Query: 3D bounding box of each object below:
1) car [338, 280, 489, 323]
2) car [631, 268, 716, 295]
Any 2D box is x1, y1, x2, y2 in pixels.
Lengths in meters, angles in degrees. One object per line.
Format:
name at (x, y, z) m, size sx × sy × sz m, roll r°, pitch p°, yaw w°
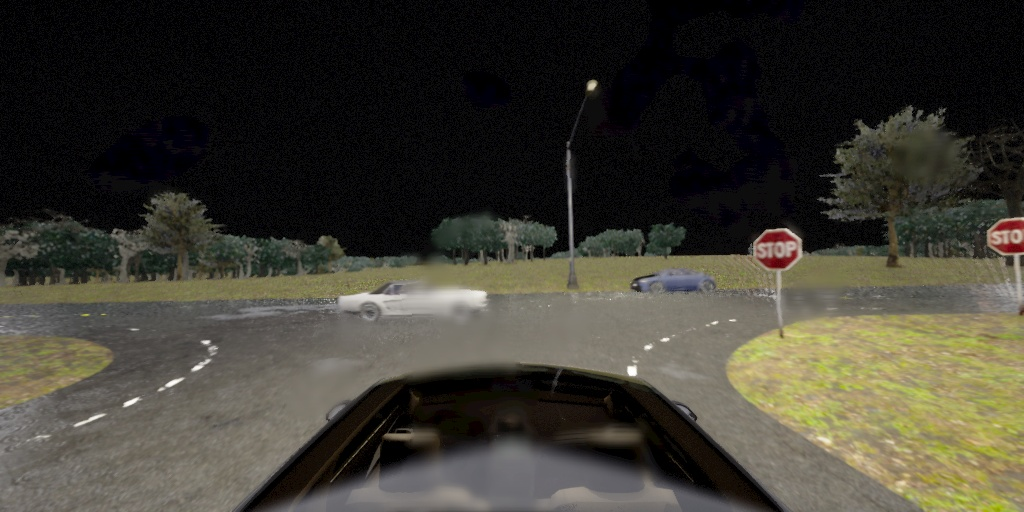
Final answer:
car at (-3.147, 1.485, 12.205) m, size 4.718 × 1.301 × 1.895 m, roll 0°, pitch -1°, yaw 0°
car at (8.637, 1.339, 19.380) m, size 4.181 × 1.385 × 1.994 m, roll -1°, pitch -3°, yaw -1°
